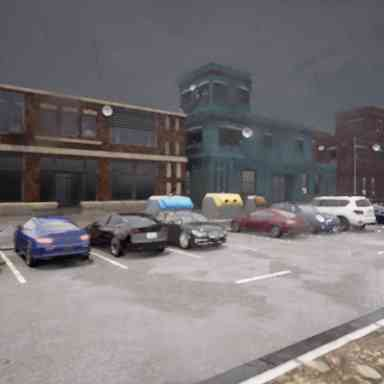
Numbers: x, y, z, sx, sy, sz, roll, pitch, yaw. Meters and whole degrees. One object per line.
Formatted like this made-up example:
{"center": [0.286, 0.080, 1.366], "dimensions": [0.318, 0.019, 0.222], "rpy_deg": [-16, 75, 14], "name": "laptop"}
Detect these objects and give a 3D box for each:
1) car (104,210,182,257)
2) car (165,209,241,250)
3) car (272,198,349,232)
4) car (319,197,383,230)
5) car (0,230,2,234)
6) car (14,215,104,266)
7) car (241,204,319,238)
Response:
{"center": [-2.718, 1.535, 13.291], "dimensions": [2.163, 1.488, 4.792], "rpy_deg": [0, 0, -35], "name": "car"}
{"center": [-0.436, 1.517, 14.879], "dimensions": [2.231, 1.521, 4.892], "rpy_deg": [0, 0, -35], "name": "car"}
{"center": [6.426, 1.429, 19.770], "dimensions": [2.185, 1.767, 4.553], "rpy_deg": [0, 0, -35], "name": "car"}
{"center": [8.724, 1.317, 21.393], "dimensions": [2.435, 2.045, 5.566], "rpy_deg": [0, 0, -35], "name": "car"}
{"center": [-7.138, 1.488, 10.132], "dimensions": [2.231, 1.521, 4.892], "rpy_deg": [0, 0, -35], "name": "car"}
{"center": [-4.967, 1.536, 11.658], "dimensions": [2.002, 1.452, 4.674], "rpy_deg": [0, 0, -35], "name": "car"}
{"center": [4.103, 1.580, 18.083], "dimensions": [2.002, 1.452, 4.674], "rpy_deg": [0, 0, -35], "name": "car"}
